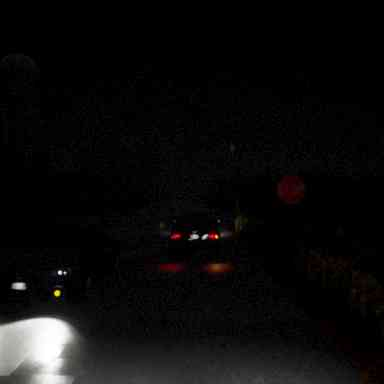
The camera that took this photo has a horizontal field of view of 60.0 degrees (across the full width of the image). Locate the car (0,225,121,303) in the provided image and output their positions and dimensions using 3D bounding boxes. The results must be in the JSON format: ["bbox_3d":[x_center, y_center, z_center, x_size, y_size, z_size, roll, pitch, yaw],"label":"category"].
[{"bbox_3d":[-3.114,1.529,8.095,1.994,1.385,4.181,0,0,2],"label":"car"}]

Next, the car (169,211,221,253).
[{"bbox_3d":[0.168,1.475,13.288,2.033,1.411,5.357,0,1,2],"label":"car"}]
